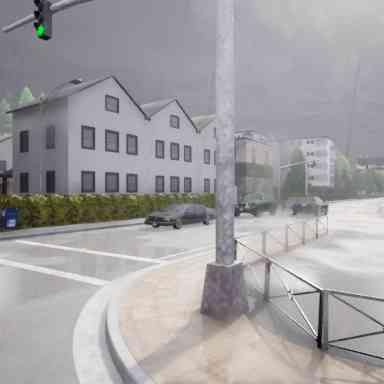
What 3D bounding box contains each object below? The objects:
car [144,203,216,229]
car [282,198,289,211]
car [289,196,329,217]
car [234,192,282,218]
[{"bbox_3d":[-0.490,1.360,20.195,2.033,1.411,5.357,0,0,35],"label":"car"},{"bbox_3d":[11.545,1.304,37.088,2.128,1.511,4.902,0,0,36],"label":"car"},{"bbox_3d":[10.583,1.165,29.411,2.097,1.767,4.553,0,0,35],"label":"car"},{"bbox_3d":[5.476,1.034,28.607,2.150,2.045,5.566,0,0,35],"label":"car"}]
